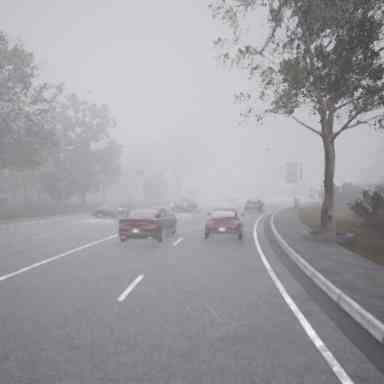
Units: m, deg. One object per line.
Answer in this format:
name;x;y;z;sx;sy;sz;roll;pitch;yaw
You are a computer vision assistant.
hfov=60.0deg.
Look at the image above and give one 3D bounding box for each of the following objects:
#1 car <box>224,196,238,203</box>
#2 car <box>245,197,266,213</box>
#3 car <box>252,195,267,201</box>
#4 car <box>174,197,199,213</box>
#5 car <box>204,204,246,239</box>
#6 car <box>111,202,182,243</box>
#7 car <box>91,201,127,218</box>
car;7.880;1.502;67.014;1.994;1.385;4.181;0;0;25
car;7.214;1.503;38.075;2.128;1.511;4.902;0;0;19
car;15.119;1.296;74.136;2.033;1.411;5.357;0;0;25
car;-0.824;1.318;36.777;2.097;1.767;4.553;0;0;19
car;1.744;1.524;17.400;1.812;1.442;4.674;0;0;9
car;-1.997;1.459;16.218;1.882;1.535;5.008;0;0;8
car;-6.715;1.491;29.224;2.033;1.411;5.357;0;0;14
